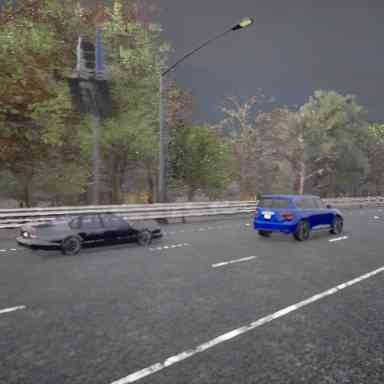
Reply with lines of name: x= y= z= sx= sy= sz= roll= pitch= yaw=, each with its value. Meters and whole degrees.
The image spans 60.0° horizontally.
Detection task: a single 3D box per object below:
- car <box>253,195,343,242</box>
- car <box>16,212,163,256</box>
car: x=5.304 y=1.155 z=16.338 sx=5.566 sy=2.045 sz=2.150 roll=0 pitch=0 yaw=-42
car: x=-3.732 y=1.484 z=12.903 sx=5.357 sy=1.411 sz=2.033 roll=0 pitch=0 yaw=-42
